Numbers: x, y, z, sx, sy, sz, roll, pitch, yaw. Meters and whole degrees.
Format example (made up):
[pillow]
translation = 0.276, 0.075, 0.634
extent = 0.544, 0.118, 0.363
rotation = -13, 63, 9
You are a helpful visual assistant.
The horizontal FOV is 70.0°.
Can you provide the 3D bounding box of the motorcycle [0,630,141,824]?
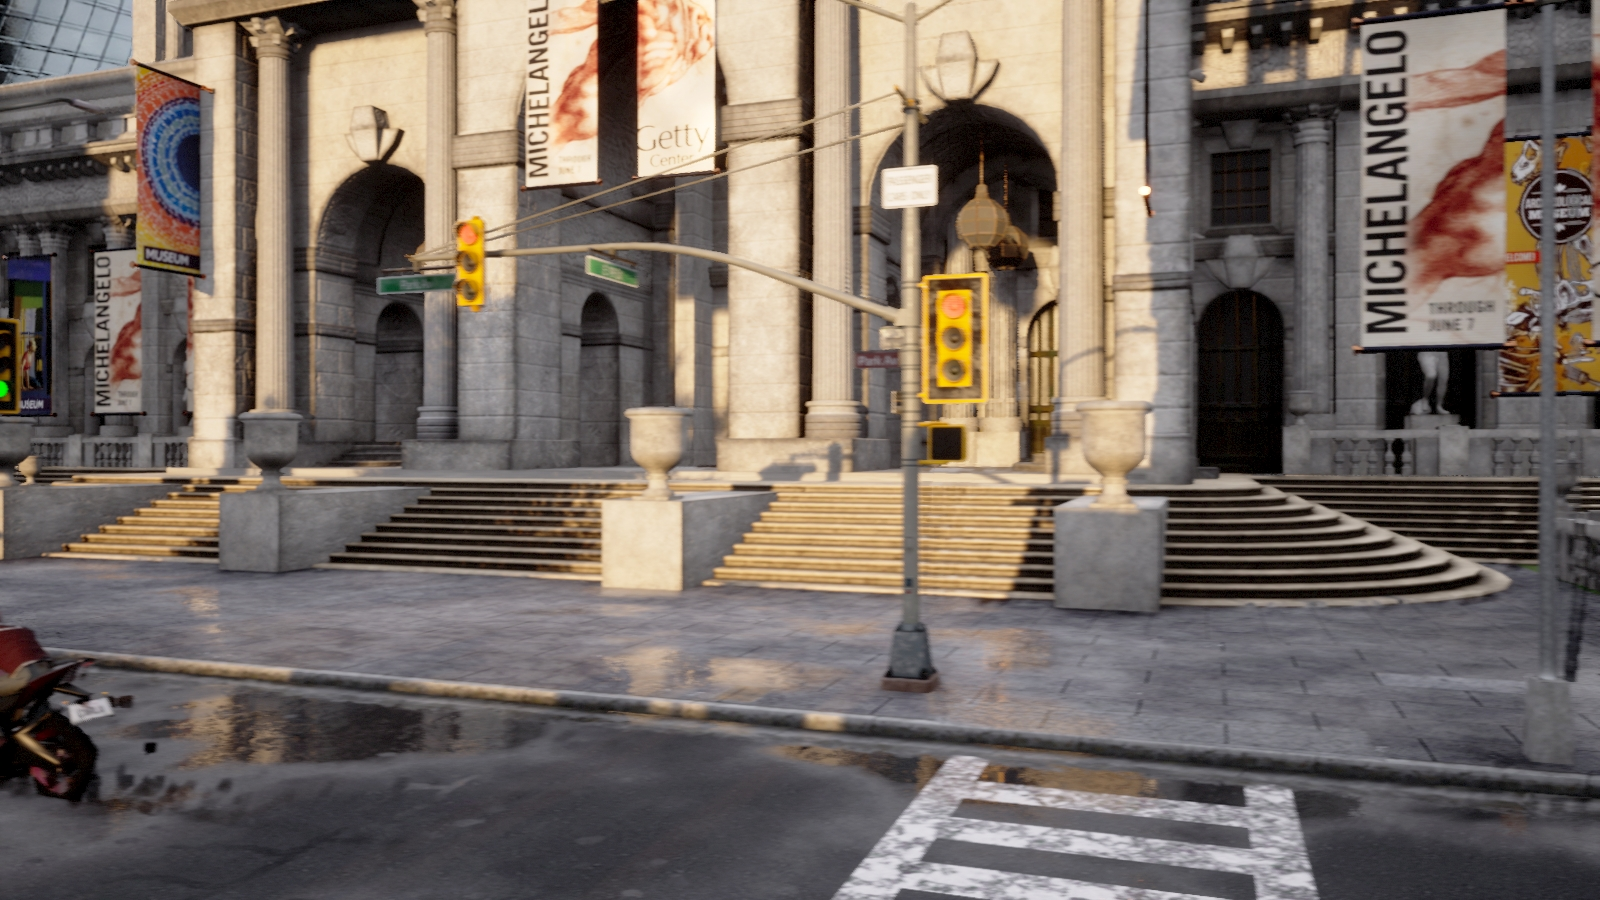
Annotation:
[motorcycle]
translation = -6.652, 2.204, 9.440
extent = 2.209, 1.251, 0.867
rotation = 0, 0, 20
